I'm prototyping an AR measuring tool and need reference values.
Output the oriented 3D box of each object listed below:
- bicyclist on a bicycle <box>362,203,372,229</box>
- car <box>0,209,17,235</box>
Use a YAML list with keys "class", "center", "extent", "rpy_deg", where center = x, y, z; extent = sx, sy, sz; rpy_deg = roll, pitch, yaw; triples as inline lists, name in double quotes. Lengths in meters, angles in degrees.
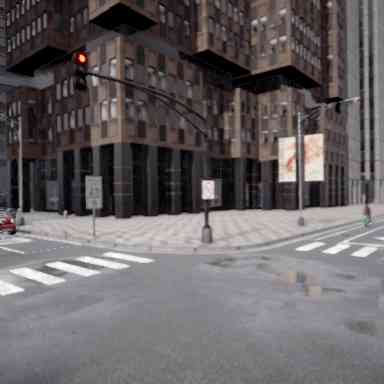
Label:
- class: "bicyclist on a bicycle"
  center: [11.501, 1.573, 21.811]
  extent: [0.582, 1.620, 1.656]
  rpy_deg: [-1, 0, 40]
- class: "car"
  center: [-11.740, 1.664, 19.018]
  extent: [4.097, 1.590, 1.967]
  rpy_deg: [-1, 0, 40]
